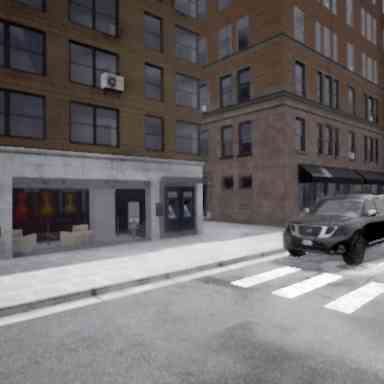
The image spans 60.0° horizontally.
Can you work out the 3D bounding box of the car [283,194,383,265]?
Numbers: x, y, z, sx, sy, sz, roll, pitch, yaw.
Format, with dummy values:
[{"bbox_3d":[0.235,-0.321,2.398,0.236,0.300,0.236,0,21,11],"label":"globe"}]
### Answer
[{"bbox_3d":[5.491,1.129,11.724,5.566,2.045,2.150,-1,0,-41],"label":"car"}]
